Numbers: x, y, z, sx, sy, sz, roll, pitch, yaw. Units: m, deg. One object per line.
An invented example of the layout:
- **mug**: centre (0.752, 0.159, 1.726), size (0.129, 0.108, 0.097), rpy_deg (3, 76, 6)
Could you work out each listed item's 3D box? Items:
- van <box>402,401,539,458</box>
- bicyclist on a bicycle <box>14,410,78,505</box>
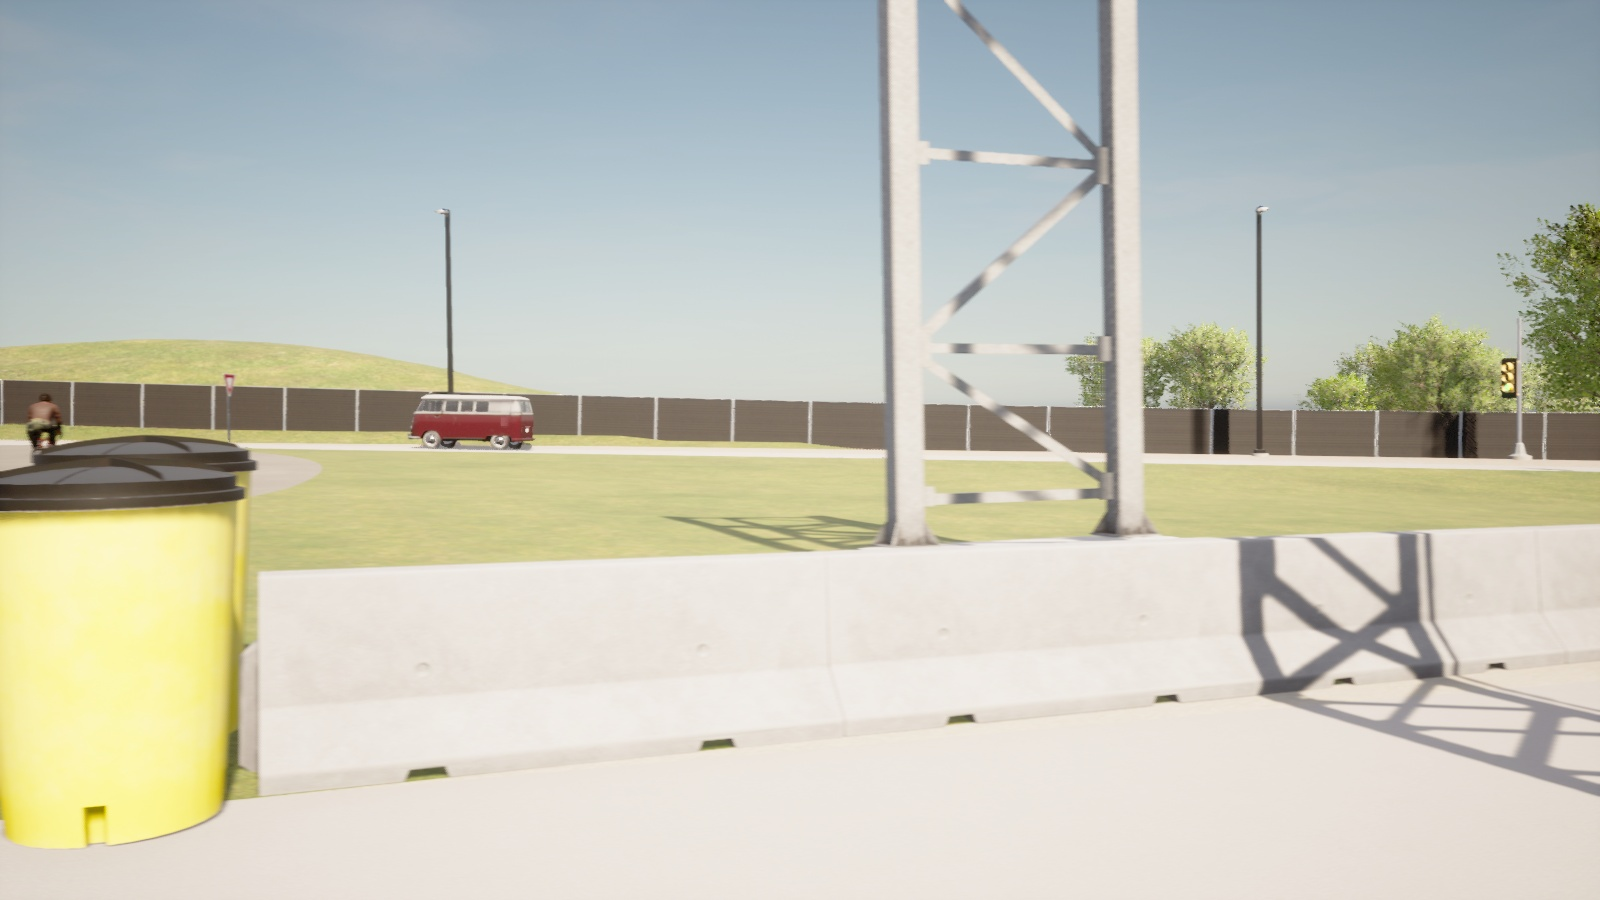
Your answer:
- **van**: centre (-11.985, -0.753, 45.834), size (4.442, 1.987, 1.775), rpy_deg (0, 2, 6)
- **bicyclist on a bicycle**: centre (-13.399, 0.106, 22.354), size (0.582, 1.620, 1.656), rpy_deg (-2, 2, -18)
